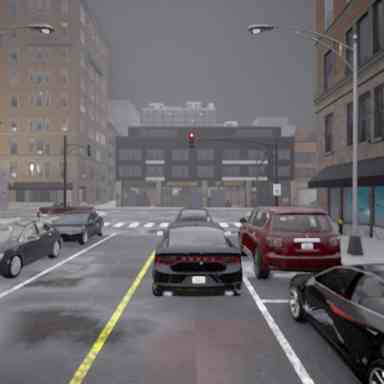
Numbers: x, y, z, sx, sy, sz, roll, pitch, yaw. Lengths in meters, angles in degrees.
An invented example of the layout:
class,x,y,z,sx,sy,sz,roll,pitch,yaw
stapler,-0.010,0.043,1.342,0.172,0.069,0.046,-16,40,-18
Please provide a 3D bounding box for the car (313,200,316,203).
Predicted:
class,x,y,z,sx,sy,sz,roll,pitch,yaw
car,15.279,1.325,34.738,5.566,2.045,2.150,0,0,0

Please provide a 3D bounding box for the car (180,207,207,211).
class,x,y,z,sx,sy,sz,roll,pitch,yaw
car,0.072,1.514,16.299,1.837,1.490,4.892,0,0,0

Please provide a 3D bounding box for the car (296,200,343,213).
class,x,y,z,sx,sy,sz,roll,pitch,yaw
car,14.471,1.627,37.965,4.674,1.442,1.812,0,0,0

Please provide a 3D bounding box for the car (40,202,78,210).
class,x,y,z,sx,sy,sz,roll,pitch,yaw
car,-11.477,1.570,31.152,4.718,1.301,1.895,0,0,0

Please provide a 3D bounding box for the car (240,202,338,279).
class,x,y,z,sx,sy,sz,roll,pitch,yaw
car,2.631,1.320,9.975,2.192,1.841,5.009,0,0,0

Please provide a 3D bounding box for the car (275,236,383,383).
class,x,y,z,sx,sy,sz,roll,pitch,yaw
car,2.634,1.568,4.313,1.947,1.339,4.313,0,0,0

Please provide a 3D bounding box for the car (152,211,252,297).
class,x,y,z,sx,sy,sz,roll,pitch,yaw
car,0.069,1.482,8.659,1.882,1.535,5.008,0,0,-1

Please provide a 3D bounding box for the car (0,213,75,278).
class,x,y,z,sx,sy,sz,roll,pitch,yaw
car,-5.394,1.556,9.971,2.008,1.369,4.403,0,0,0

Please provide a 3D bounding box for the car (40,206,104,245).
class,x,y,z,sx,sy,sz,roll,pitch,yaw
car,-5.397,1.574,15.633,1.947,1.339,4.313,0,0,0
